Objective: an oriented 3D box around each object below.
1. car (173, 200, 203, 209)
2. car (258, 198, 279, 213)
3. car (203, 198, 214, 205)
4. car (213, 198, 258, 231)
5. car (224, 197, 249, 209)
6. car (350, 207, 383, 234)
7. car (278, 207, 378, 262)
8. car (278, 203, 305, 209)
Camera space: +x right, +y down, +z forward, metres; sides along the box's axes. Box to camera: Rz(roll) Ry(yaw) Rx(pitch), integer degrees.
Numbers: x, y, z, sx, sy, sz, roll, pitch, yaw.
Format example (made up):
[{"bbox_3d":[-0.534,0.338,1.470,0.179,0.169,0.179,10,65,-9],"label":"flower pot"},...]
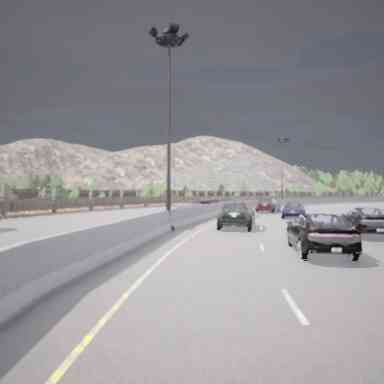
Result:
[{"bbox_3d":[-0.678,1.685,43.231,1.895,1.301,4.718,0,0,25],"label":"car"},{"bbox_3d":[8.841,1.469,38.321,2.097,1.767,4.553,0,0,24],"label":"car"},{"bbox_3d":[2.634,1.726,56.633,1.895,1.301,4.718,0,0,33],"label":"car"},{"bbox_3d":[2.927,1.409,21.387,2.097,1.767,4.553,0,0,13],"label":"car"},{"bbox_3d":[6.761,1.608,49.914,1.882,1.535,5.008,0,0,30],"label":"car"},{"bbox_3d":[9.220,1.570,17.758,2.128,1.511,4.902,0,0,12],"label":"car"},{"bbox_3d":[4.698,1.538,12.387,2.128,1.511,4.902,0,0,8],"label":"car"},{"bbox_3d":[9.364,1.668,30.503,1.994,1.385,4.181,0,0,20],"label":"car"}]
